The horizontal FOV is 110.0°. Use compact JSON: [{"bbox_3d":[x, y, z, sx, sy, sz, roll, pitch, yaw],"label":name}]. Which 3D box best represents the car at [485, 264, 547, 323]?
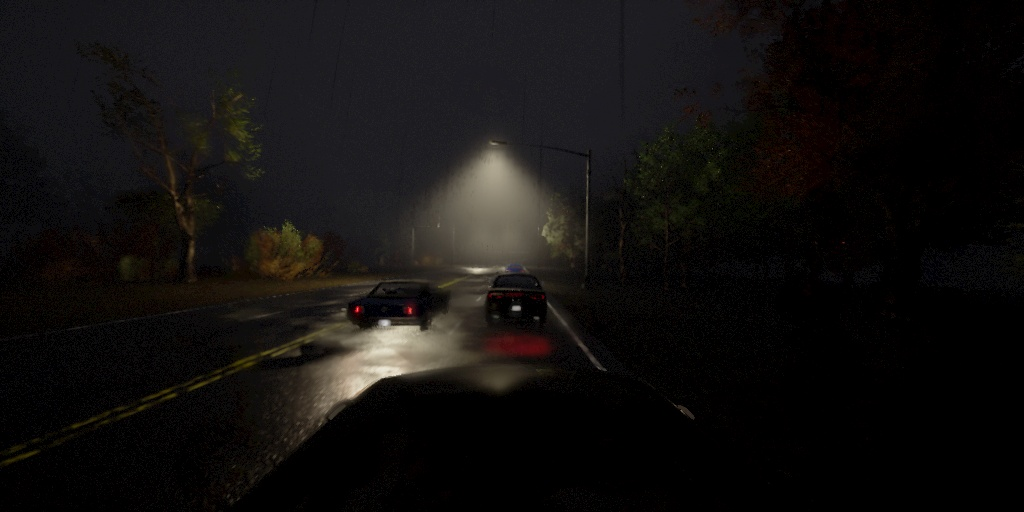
[{"bbox_3d":[0.145,1.296,12.686,1.882,1.535,5.008,2,1,0],"label":"car"}]

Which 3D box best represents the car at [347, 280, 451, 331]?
[{"bbox_3d":[-3.125,1.382,11.068,1.895,1.301,4.718,1,0,0],"label":"car"}]
